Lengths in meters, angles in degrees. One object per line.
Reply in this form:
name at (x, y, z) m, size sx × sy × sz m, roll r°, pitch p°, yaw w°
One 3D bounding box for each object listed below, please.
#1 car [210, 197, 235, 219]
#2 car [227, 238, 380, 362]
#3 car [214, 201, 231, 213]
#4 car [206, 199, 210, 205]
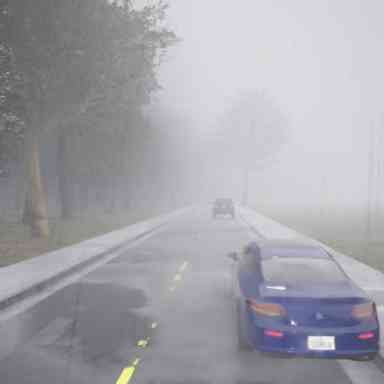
car at (3.215, 1.572, 33.971) m, size 2.150 × 2.045 × 5.566 m, roll -1°, pitch -1°, yaw 5°
car at (1.667, 1.573, 6.075) m, size 1.812 × 1.442 × 4.674 m, roll -1°, pitch -1°, yaw 5°
car at (4.106, 1.953, 44.542) m, size 2.128 × 1.511 × 4.902 m, roll -1°, pitch -1°, yaw 6°
car at (4.518, 2.438, 81.107) m, size 2.033 × 1.411 × 5.357 m, roll -1°, pitch -1°, yaw 5°
